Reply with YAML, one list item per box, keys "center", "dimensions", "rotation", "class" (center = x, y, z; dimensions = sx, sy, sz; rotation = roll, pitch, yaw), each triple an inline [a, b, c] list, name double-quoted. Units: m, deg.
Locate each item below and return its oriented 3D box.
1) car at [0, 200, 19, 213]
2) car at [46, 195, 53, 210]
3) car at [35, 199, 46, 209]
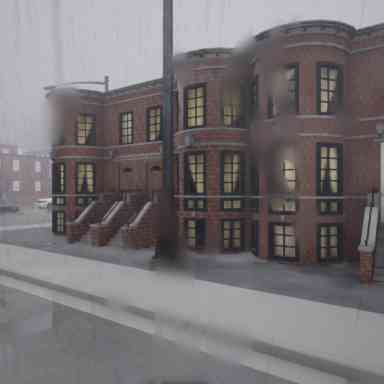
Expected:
- center: [-20.128, 1.564, 34.224]
  dimensions: [1.994, 1.385, 4.181]
  rotation: [0, 0, 36]
  class: "car"
- center: [-14.965, 1.478, 41.438]
  dimensions: [1.882, 1.535, 5.008]
  rotation: [0, 0, 36]
  class: "car"
- center: [-17.594, 1.222, 43.777]
  dimensions: [2.150, 2.045, 5.566]
  rotation: [0, 0, 36]
  class: "car"
